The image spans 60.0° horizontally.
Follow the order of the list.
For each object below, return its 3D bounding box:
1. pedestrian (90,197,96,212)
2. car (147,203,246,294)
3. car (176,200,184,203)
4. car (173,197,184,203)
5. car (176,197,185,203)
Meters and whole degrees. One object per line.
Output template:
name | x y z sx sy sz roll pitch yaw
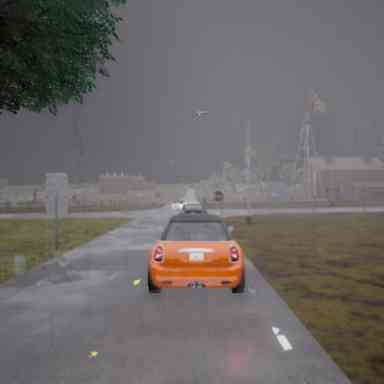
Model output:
pedestrian | -12.159 1.467 40.857 0.375 1.860 0.375 0 2 0
car | 0.094 1.340 8.929 2.097 1.767 4.553 0 0 0
car | 0.047 1.497 21.861 1.837 1.490 4.892 0 -1 -1
car | -2.775 1.682 65.746 1.837 1.490 4.892 0 0 0
car | -2.760 1.885 81.104 2.033 1.411 5.357 0 -1 0
